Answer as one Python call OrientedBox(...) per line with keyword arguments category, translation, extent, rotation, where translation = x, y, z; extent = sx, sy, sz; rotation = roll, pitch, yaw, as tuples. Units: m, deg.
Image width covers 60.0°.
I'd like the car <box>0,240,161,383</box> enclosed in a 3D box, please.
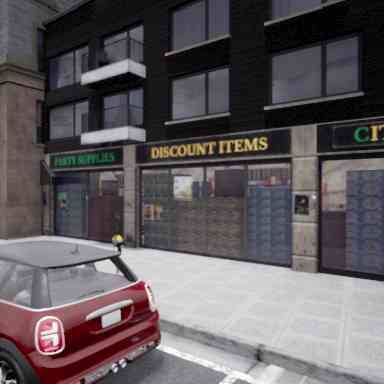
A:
OrientedBox(category="car", translation=(-2.477, 1.438, 4.848), extent=(4.097, 1.590, 1.967), rotation=(0, 0, 36))
